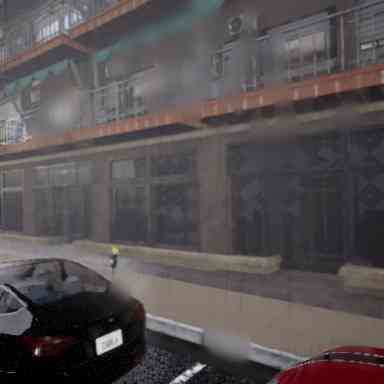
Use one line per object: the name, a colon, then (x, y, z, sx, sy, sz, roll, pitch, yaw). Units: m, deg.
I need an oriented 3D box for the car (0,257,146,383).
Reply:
car: (-2.549, 1.613, 4.672, 4.313, 1.339, 1.947, -1, -1, 36)

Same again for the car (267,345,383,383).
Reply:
car: (2.064, 1.431, 1.376, 4.097, 1.590, 1.967, -1, -1, 36)
